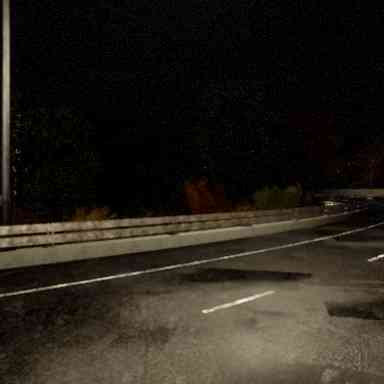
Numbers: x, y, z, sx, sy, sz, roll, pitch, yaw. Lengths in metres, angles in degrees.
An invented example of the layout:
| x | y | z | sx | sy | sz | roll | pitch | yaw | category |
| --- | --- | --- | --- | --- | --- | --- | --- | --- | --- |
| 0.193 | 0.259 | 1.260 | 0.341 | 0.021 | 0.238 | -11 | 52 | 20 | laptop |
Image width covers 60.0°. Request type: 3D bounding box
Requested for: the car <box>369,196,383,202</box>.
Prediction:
| x | y | z | sx | sy | sz | roll | pitch | yaw | category |
| --- | --- | --- | --- | --- | --- | --- | --- | --- | --- |
| 46.988 | 1.617 | 82.886 | 2.128 | 1.511 | 4.902 | 0 | 0 | 3 | car |
